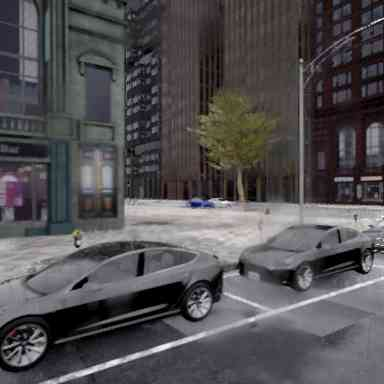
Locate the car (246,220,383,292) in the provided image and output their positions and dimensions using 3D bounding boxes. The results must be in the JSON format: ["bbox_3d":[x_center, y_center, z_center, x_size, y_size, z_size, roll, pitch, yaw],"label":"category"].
[{"bbox_3d":[3.206,1.560,8.943,4.313,1.339,1.947,0,0,-36],"label":"car"}]

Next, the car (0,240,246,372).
[{"bbox_3d":[-1.382,1.565,5.669,4.313,1.339,1.947,0,0,-36],"label":"car"}]

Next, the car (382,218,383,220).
[{"bbox_3d":[7.795,1.541,12.217,4.403,1.369,2.008,0,0,-36],"label":"car"}]

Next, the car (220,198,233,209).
[{"bbox_3d":[3.963,1.612,48.680,1.812,1.442,4.674,0,0,-35],"label":"car"}]

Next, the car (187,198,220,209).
[{"bbox_3d":[1.226,1.583,46.916,1.882,1.535,5.008,0,0,-35],"label":"car"}]
